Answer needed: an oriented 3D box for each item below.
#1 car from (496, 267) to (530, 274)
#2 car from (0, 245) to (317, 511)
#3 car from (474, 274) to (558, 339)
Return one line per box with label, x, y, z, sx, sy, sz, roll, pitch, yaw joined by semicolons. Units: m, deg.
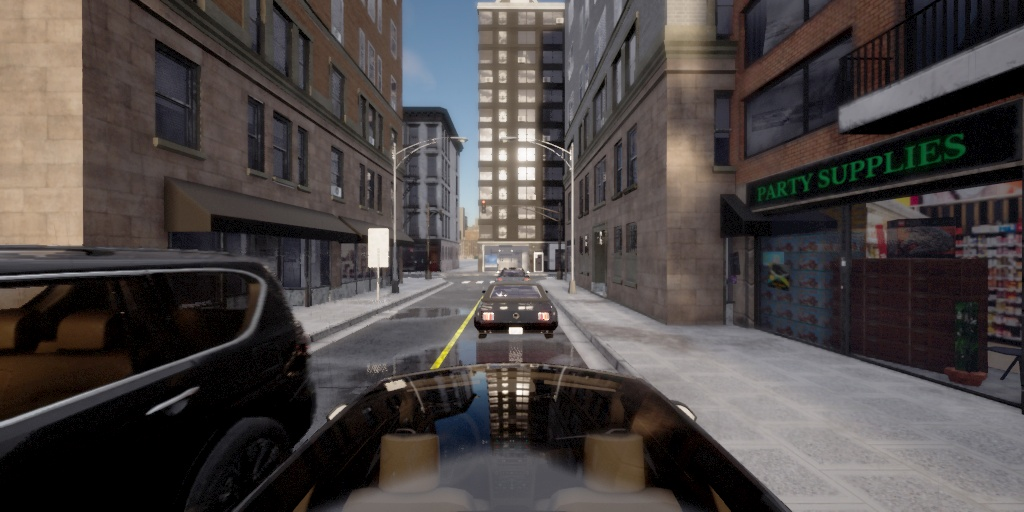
car;0.066;1.314;20.032;1.994;1.385;4.181;0;0;0
car;-2.747;0.972;0.805;2.150;2.045;5.566;0;0;0
car;0.088;1.351;10.064;1.895;1.301;4.718;0;0;0
